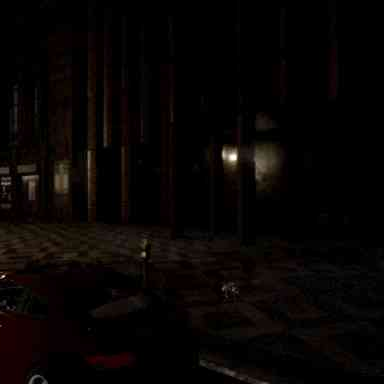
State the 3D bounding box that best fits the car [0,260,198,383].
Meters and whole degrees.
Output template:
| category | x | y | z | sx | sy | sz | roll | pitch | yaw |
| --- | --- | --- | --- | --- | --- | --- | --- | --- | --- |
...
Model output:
| category | x | y | z | sx | sy | sz | roll | pitch | yaw |
| --- | --- | --- | --- | --- | --- | --- | --- | --- | --- |
| car | -1.871 | 1.600 | 4.411 | 4.206 | 1.307 | 1.802 | 0 | 0 | 35 |
